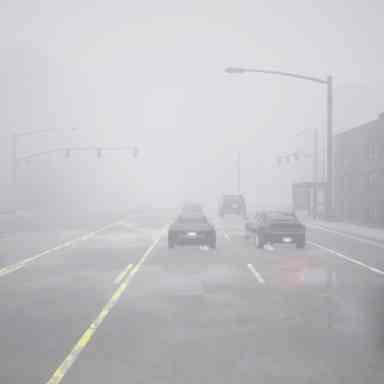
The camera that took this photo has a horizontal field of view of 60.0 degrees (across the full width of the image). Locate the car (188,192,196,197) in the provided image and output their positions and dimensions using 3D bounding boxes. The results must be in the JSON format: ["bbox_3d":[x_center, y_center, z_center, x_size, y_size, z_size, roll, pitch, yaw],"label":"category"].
[{"bbox_3d":[0.000,1.279,86.414,2.097,1.767,4.553,0,0,0],"label":"car"}]

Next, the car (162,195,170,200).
[{"bbox_3d":[-7.000,1.538,91.494,1.994,1.385,4.181,0,0,0],"label":"car"}]

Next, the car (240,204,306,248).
[{"bbox_3d":[3.500,1.515,14.650,1.837,1.490,4.892,0,0,0],"label":"car"}]

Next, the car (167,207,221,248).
[{"bbox_3d":[0.000,1.570,14.650,1.994,1.385,4.181,0,0,0],"label":"car"}]

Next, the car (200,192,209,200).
[{"bbox_3d":[3.500,1.436,86.860,1.837,1.490,4.892,0,0,0],"label":"car"}]

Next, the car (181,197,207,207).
[{"bbox_3d":[0.000,1.493,29.650,2.128,1.511,4.902,0,0,0],"label":"car"}]

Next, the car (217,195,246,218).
[{"bbox_3d":[3.500,1.256,29.680,2.150,2.045,5.566,0,0,0],"label":"car"}]

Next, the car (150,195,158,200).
[{"bbox_3d":[-10.500,1.510,91.494,1.812,1.442,4.674,0,0,0],"label":"car"}]
